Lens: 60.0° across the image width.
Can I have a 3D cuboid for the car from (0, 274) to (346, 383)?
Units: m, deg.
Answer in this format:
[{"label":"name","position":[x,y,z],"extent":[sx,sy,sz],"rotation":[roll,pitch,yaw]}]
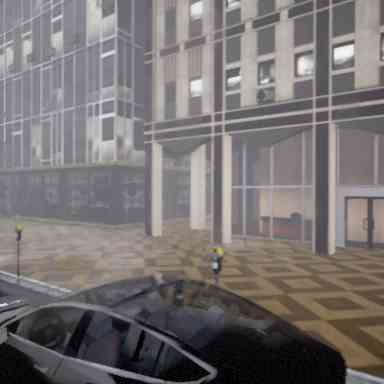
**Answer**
[{"label":"car","position":[-0.730,1.567,3.390],"extent":[4.313,1.339,1.947],"rotation":[0,0,35]}]
